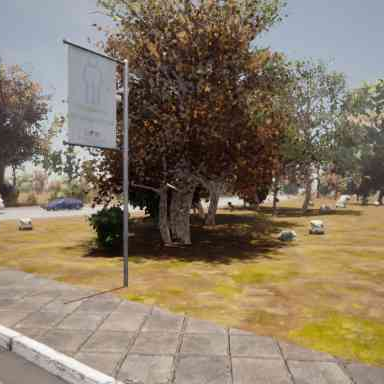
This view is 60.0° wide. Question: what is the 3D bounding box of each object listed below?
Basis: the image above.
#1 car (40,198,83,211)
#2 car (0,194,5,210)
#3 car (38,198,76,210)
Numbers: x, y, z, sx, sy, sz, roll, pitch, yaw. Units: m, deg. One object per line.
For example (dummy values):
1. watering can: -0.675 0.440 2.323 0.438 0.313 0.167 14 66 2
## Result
1. car: -15.419 1.514 40.154 1.812 1.442 4.674 0 0 38
2. car: -21.435 1.221 32.592 2.150 2.045 5.566 0 0 39
3. car: -17.465 1.551 43.210 1.994 1.385 4.181 0 0 38
